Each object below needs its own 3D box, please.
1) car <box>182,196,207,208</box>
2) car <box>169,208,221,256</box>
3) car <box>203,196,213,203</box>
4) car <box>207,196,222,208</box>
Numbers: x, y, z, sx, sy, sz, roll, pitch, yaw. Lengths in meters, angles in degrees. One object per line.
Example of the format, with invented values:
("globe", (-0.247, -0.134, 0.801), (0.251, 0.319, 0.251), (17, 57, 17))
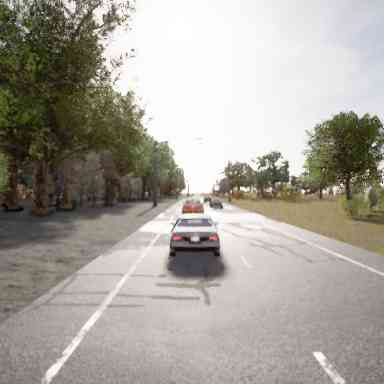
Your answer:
("car", (0.099, 1.405, 33.123), (2.097, 1.767, 4.553), (0, 0, 0))
("car", (0.100, 1.568, 13.231), (2.033, 1.411, 5.357), (0, 0, 0))
("car", (3.501, 1.620, 72.924), (1.837, 1.490, 4.892), (0, 0, 0))
("car", (3.601, 1.630, 50.962), (2.033, 1.411, 5.357), (0, 0, 0))
